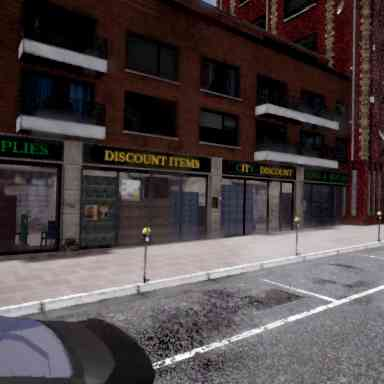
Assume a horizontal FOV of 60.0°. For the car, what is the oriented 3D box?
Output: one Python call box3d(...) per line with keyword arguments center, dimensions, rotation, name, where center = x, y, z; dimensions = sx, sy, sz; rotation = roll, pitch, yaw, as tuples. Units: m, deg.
box3d(center=(-2.392, 1.491, 1.237), dimensions=(4.902, 1.511, 2.128), rotation=(0, 0, -36), name="car")
